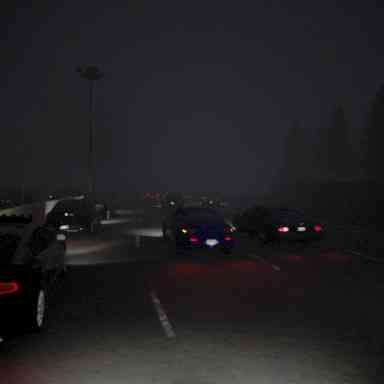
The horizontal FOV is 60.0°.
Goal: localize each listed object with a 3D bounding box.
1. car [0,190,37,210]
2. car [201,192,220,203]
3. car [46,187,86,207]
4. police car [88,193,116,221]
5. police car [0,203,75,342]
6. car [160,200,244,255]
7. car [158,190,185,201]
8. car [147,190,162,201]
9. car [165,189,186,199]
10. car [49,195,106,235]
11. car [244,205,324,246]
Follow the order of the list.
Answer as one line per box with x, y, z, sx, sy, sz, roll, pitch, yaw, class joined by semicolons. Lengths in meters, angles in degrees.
-15.815;0.641;29.347;1.882;1.535;5.008;0;1;1;car
1.965;0.697;34.552;1.812;1.442;4.674;0;1;2;car
-12.251;0.461;32.670;2.097;1.767;4.553;1;1;2;car
-6.071;0.856;21.385;1.930;1.638;5.238;0;1;-5;police car
-3.554;1.242;6.278;1.930;1.638;5.238;0;1;-14;police car
0.093;1.233;11.914;1.812;1.442;4.674;0;1;-12;car
-1.627;0.834;29.365;1.994;1.385;4.181;0;1;-1;car
-4.437;0.441;43.100;1.812;1.442;4.674;1;1;10;car
-2.581;0.287;53.094;1.895;1.301;4.718;1;1;14;car
-5.392;1.082;15.568;1.837;1.490;4.892;0;1;-8;car
3.240;1.235;13.681;2.033;1.411;5.357;0;1;-10;car
